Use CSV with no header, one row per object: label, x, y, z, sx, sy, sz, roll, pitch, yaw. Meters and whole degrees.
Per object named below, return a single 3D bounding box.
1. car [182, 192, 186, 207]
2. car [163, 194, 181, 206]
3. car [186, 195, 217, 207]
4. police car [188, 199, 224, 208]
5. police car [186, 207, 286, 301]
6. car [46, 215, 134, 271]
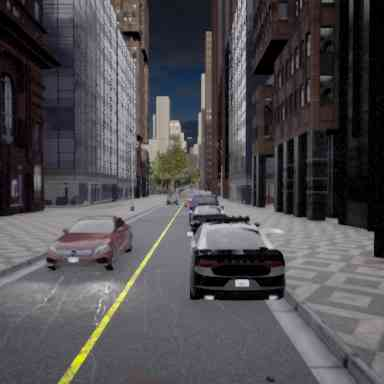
car,-0.007,1.277,48.728,2.097,1.767,4.553,0,0,0
car,-3.148,1.420,53.486,1.837,1.490,4.892,0,0,0
car,0.873,1.195,24.419,2.150,2.045,5.566,0,0,0
police car,0.879,1.405,18.500,1.930,1.638,5.238,0,0,0
police car,0.891,1.417,8.499,1.930,1.638,5.238,0,0,0
car,-3.112,1.514,11.046,1.812,1.442,4.674,0,0,0
